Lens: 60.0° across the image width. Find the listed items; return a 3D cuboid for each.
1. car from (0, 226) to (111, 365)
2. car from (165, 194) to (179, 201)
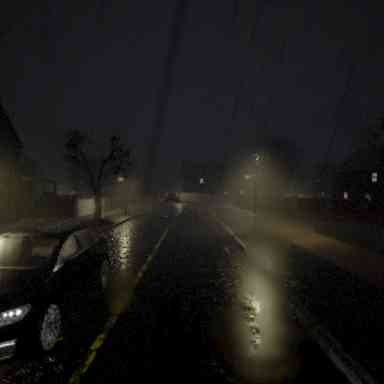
[{"bbox_3d":[-2.852,1.448,6.087,2.128,1.511,4.902,0,0,0],"label":"car"},{"bbox_3d":[-2.760,0.851,46.917,1.812,1.442,4.674,0,0,0],"label":"car"}]
